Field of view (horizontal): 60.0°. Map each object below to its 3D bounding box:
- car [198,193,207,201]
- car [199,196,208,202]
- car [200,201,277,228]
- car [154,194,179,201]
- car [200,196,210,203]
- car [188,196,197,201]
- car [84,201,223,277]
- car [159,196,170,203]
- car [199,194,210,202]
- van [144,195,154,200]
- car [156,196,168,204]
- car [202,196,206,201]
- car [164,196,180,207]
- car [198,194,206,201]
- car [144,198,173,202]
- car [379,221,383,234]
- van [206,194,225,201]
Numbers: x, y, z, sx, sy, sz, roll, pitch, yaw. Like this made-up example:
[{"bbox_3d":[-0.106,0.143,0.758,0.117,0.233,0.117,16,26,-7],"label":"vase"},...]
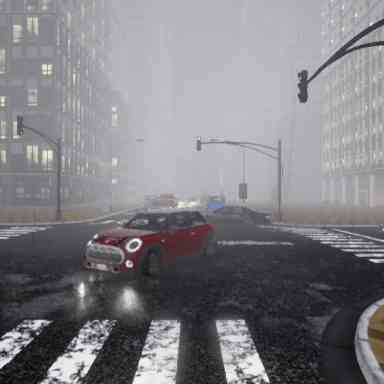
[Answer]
[{"bbox_3d":[2.778,1.309,85.764,2.192,1.841,5.009,0,0,0],"label":"car"},{"bbox_3d":[2.755,1.561,80.225,1.947,1.339,4.313,0,0,0],"label":"car"},{"bbox_3d":[2.750,1.550,21.881,5.357,1.411,2.033,0,0,28],"label":"car"},{"bbox_3d":[-3.179,1.221,42.925,2.150,2.045,5.566,0,0,1],"label":"car"},{"bbox_3d":[2.710,1.542,69.145,1.887,1.381,4.507,0,0,0],"label":"car"},{"bbox_3d":[0.051,1.593,72.708,1.895,1.301,4.718,0,0,0],"label":"car"},{"bbox_3d":[-1.111,1.352,10.484,2.097,1.767,4.553,0,0,34],"label":"car"},{"bbox_3d":[-5.670,1.548,69.178,2.008,1.369,4.403,0,0,0],"label":"car"},{"bbox_3d":[2.733,1.311,74.685,2.192,1.841,5.009,0,0,0],"label":"car"},{"bbox_3d":[-5.757,1.340,47.022,1.690,1.788,3.998,0,0,0],"label":"van"},{"bbox_3d":[-5.692,1.564,63.639,1.947,1.339,4.313,0,0,0],"label":"car"},{"bbox_3d":[2.623,1.544,41.452,1.887,1.381,4.507,0,0,0],"label":"car"},{"bbox_3d":[-3.138,1.491,53.229,2.128,1.511,4.902,0,0,0],"label":"car"},{"bbox_3d":[2.689,1.313,63.606,2.192,1.841,5.009,0,0,0],"label":"car"},{"bbox_3d":[-3.226,1.600,32.880,1.895,1.301,4.718,0,0,0],"label":"car"},{"bbox_3d":[11.993,1.632,16.800,4.674,1.442,1.812,0,0,-1],"label":"car"},{"bbox_3d":[2.692,1.340,35.914,1.690,1.788,3.998,0,0,0],"label":"van"}]
